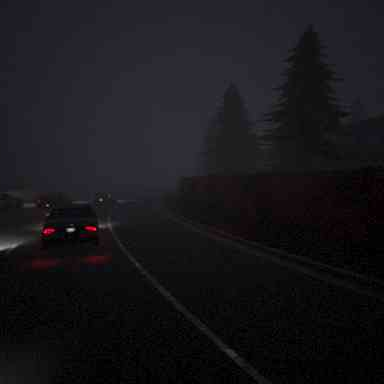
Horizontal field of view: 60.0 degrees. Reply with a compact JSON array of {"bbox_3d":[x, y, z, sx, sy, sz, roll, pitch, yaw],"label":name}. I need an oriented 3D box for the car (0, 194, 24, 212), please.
[{"bbox_3d":[-15.003,0.799,26.316,1.895,1.301,4.718,-1,2,-9],"label":"car"}]

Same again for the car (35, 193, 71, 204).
[{"bbox_3d":[-11.819,0.696,28.684,1.895,1.301,4.718,-1,2,-8],"label":"car"}]

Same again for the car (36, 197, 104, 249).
[{"bbox_3d":[-4.534,1.139,12.602,2.033,1.411,5.357,-1,2,-19],"label":"car"}]

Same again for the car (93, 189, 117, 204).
[{"bbox_3d":[-8.812,0.429,33.649,1.812,1.442,4.674,-1,2,-5],"label":"car"}]
